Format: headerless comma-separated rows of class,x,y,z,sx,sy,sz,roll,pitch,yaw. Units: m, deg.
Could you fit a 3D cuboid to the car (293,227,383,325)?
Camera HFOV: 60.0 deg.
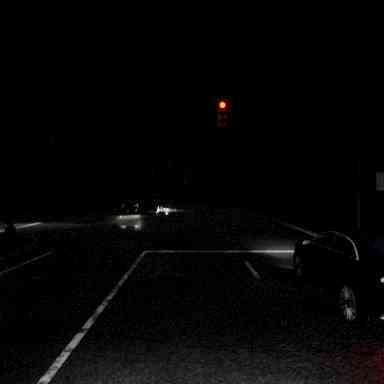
car,3.582,1.491,7.038,2.128,1.511,4.902,0,0,1

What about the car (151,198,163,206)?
car,-7.244,2.069,68.164,1.812,1.442,4.674,0,-1,-12

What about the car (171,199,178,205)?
car,-5.182,2.212,74.163,1.994,1.385,4.181,0,-1,-19

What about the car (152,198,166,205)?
car,-8.359,2.343,83.112,1.882,1.535,5.008,0,-1,-25

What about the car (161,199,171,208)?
car,-4.711,1.787,51.479,1.895,1.301,4.718,0,-1,-6

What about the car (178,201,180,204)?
car,-4.732,2.439,83.504,1.895,1.301,4.718,0,-1,-22

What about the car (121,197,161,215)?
car,-5.474,1.362,34.555,2.097,1.767,4.553,0,0,21
